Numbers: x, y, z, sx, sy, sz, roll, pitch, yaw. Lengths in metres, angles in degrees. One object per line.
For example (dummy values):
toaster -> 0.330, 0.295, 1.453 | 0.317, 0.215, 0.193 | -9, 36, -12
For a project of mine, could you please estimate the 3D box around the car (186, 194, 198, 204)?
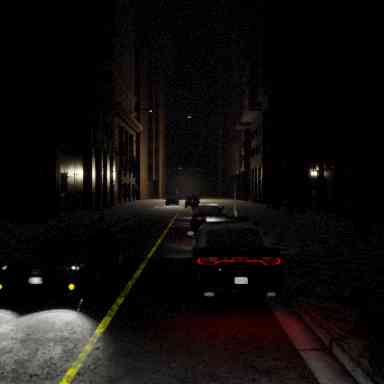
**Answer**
car -> 0.049, 1.270, 60.082 | 2.097, 1.767, 4.553 | 0, 0, 0

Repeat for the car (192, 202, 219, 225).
car -> 0.920, 1.506, 24.588 | 1.812, 1.442, 4.674 | 0, 0, 0

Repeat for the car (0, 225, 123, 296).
car -> -3.093, 1.560, 8.556 | 1.994, 1.385, 4.181 | 0, 0, 0

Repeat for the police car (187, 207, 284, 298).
police car -> 0.906, 1.421, 8.696 | 1.930, 1.638, 5.238 | 0, 0, 0

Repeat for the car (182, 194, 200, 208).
car -> 0.054, 1.298, 46.789 | 2.097, 1.767, 4.553 | 0, 0, 0

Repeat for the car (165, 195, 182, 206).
car -> -3.050, 1.501, 51.392 | 1.994, 1.385, 4.181 | 0, 0, 0

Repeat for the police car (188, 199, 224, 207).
police car -> 0.915, 1.412, 18.698 | 1.930, 1.638, 5.238 | 0, 0, 0
